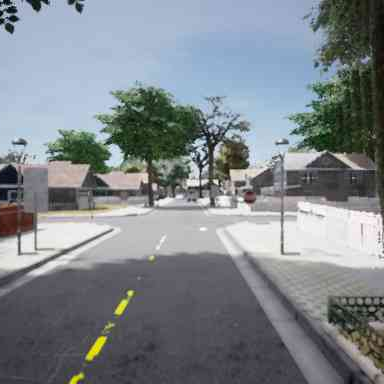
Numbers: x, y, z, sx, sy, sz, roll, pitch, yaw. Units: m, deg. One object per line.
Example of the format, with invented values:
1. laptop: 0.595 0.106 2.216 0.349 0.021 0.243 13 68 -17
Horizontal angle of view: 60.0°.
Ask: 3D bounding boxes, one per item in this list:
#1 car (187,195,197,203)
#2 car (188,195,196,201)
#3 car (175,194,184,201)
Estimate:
1. car: -0.019 1.410 70.937 2.097 1.767 4.553 0 0 0
2. car: -0.022 1.474 81.002 1.994 1.385 4.181 0 0 0
3. car: -2.770 1.205 74.753 1.812 1.442 4.674 0 0 0
